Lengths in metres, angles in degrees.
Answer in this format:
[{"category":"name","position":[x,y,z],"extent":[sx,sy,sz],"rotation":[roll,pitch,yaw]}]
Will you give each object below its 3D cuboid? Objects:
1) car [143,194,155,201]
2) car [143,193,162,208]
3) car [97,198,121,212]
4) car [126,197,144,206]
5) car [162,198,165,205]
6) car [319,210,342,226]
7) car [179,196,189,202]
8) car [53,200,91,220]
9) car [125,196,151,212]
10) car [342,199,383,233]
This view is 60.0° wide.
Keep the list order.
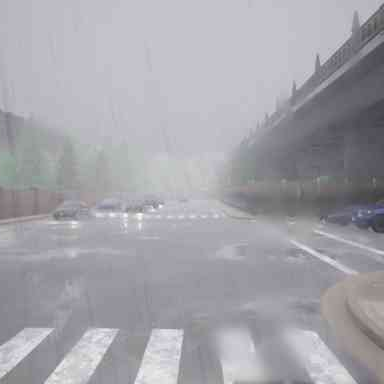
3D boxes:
[{"category":"car","position":[-9.058,1.108,70.523],"extent":[1.837,1.490,4.892],"rotation":[0,0,1]},{"category":"car","position":[-6.084,1.217,47.732],"extent":[2.150,2.045,5.566],"rotation":[0,0,1]},{"category":"car","position":[-9.755,1.474,39.492],"extent":[1.882,1.535,5.008],"rotation":[0,0,1]},{"category":"car","position":[-9.402,1.542,55.408],"extent":[2.033,1.411,5.357],"rotation":[0,0,1]},{"category":"car","position":[-5.839,1.559,57.705],"extent":[1.994,1.385,4.181],"rotation":[0,0,2]},{"category":"car","position":[11.663,1.545,22.742],"extent":[5.357,1.411,2.033],"rotation":[0,0,1]},{"category":"car","position":[-1.924,1.546,76.105],"extent":[1.994,1.385,4.181],"rotation":[0,0,4]},{"category":"car","position":[-10.023,1.502,28.140],"extent":[1.837,1.490,4.892],"rotation":[0,0,2]},{"category":"car","position":[-6.280,1.501,37.879],"extent":[1.837,1.490,4.892],"rotation":[0,0,1]},{"category":"car","position":[12.121,1.220,19.239],"extent":[5.566,2.045,2.150],"rotation":[0,0,1]}]
